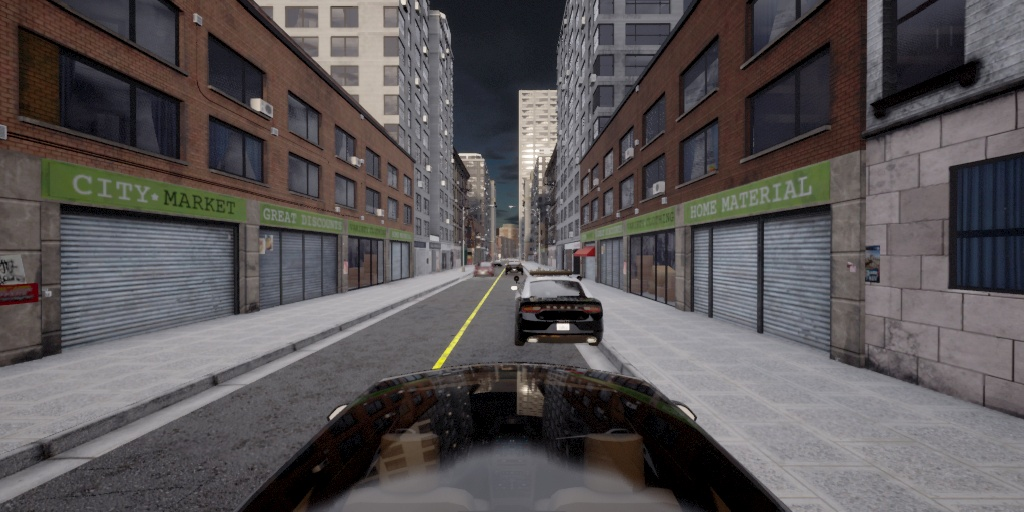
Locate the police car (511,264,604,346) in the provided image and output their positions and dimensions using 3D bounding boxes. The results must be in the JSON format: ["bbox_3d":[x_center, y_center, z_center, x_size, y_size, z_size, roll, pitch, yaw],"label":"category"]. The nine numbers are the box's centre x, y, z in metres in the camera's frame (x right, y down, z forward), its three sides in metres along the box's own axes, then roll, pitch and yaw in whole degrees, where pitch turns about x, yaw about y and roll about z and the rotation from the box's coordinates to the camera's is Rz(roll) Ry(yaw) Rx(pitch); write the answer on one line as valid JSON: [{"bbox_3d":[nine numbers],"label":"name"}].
[{"bbox_3d":[1.005,1.176,9.557,1.930,1.638,5.238,0,0,0],"label":"police car"}]

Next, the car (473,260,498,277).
[{"bbox_3d":[-2.688,1.292,35.199,1.812,1.442,4.674,0,0,0],"label":"car"}]

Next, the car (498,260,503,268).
[{"bbox_3d":[-2.467,1.405,61.562,1.895,1.301,4.718,0,0,0],"label":"car"}]

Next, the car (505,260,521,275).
[{"bbox_3d":[0.258,1.248,38.884,1.882,1.535,5.008,0,0,0],"label":"car"}]
